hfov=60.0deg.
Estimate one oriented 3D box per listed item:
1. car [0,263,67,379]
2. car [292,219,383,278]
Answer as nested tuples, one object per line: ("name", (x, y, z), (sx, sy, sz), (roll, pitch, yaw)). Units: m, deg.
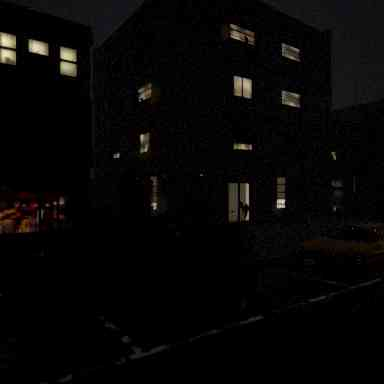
("car", (-3.795, 1.551, 3.854), (4.403, 1.369, 2.008), (0, 0, -36))
("car", (5.056, 1.526, 10.177), (4.829, 1.417, 1.752), (0, 0, -36))
